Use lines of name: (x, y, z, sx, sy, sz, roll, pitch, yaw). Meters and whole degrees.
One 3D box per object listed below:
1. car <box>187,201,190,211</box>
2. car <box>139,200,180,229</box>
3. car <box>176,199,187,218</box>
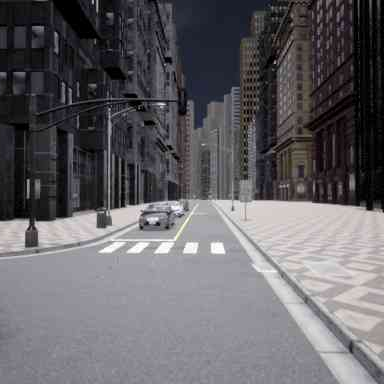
car: (-1.330, 1.605, 41.778, 1.837, 1.490, 4.892, 0, 0, 3)
car: (-2.189, 1.520, 21.687, 2.128, 1.511, 4.902, 0, 0, 2)
car: (-1.801, 1.584, 31.506, 1.812, 1.442, 4.674, 0, 0, 3)
